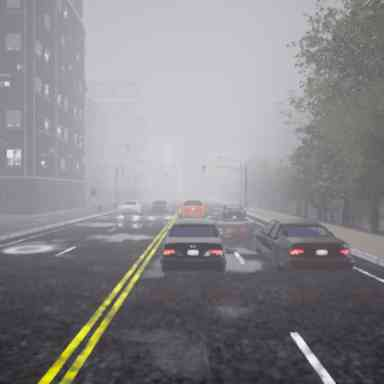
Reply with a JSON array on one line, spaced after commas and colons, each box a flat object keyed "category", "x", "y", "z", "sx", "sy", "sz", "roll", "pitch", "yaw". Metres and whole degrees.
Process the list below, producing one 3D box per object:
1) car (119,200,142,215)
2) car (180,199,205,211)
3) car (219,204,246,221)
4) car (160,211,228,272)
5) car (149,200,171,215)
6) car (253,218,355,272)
[{"category": "car", "x": -6.540, "y": 1.625, "z": 35.762, "sx": 1.812, "sy": 1.442, "sz": 4.674, "roll": 0, "pitch": 0, "yaw": 0}, {"category": "car", "x": 0.094, "y": 1.431, "z": 29.159, "sx": 2.097, "sy": 1.767, "sz": 4.553, "roll": 0, "pitch": 0, "yaw": 0}, {"category": "car", "x": 3.339, "y": 1.677, "z": 28.173, "sx": 1.895, "sy": 1.301, "sz": 4.718, "roll": 0, "pitch": 0, "yaw": 0}, {"category": "car", "x": 0.052, "y": 1.575, "z": 10.879, "sx": 2.033, "sy": 1.411, "sz": 5.357, "roll": 0, "pitch": 0, "yaw": 1}, {"category": "car", "x": -3.296, "y": 1.574, "z": 34.992, "sx": 1.882, "sy": 1.535, "sz": 5.008, "roll": 0, "pitch": 0, "yaw": 0}, {"category": "car", "x": 3.302, "y": 1.575, "z": 10.900, "sx": 2.033, "sy": 1.411, "sz": 5.357, "roll": 0, "pitch": 0, "yaw": 1}]
